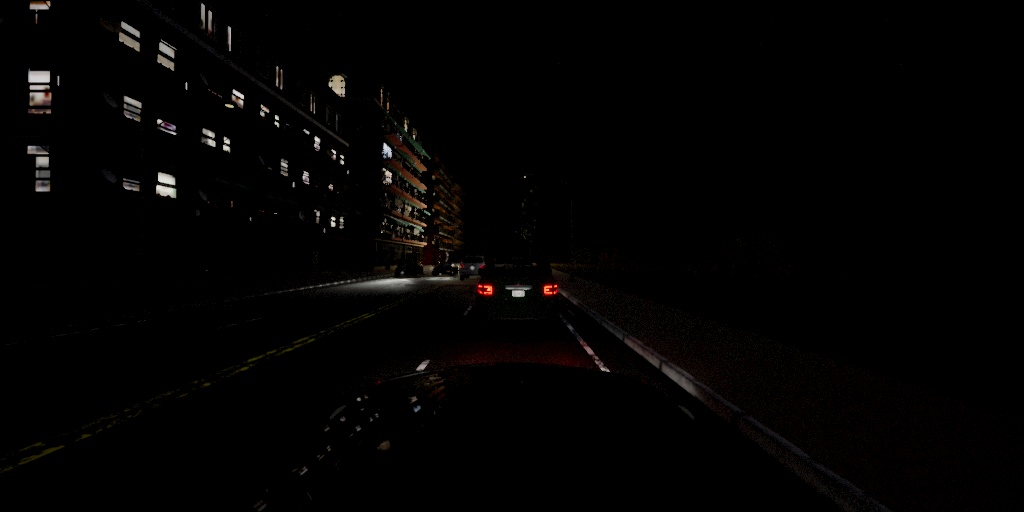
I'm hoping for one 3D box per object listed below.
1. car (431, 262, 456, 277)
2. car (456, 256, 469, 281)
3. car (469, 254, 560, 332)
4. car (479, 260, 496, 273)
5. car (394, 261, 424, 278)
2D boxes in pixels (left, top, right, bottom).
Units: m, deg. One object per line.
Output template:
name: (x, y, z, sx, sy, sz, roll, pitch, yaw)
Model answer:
car: (-6.576, 1.302, 35.582, 2.033, 1.411, 5.357, 0, 0, 0)
car: (-3.120, 0.978, 30.681, 2.150, 2.045, 5.566, 0, 0, -1)
car: (0.111, 0.973, 11.076, 2.150, 2.045, 5.566, 0, 0, -1)
car: (-3.117, 1.280, 45.756, 1.812, 1.442, 4.674, 0, 0, 0)
car: (-9.827, 1.246, 34.576, 2.128, 1.511, 4.902, 0, 0, 0)
